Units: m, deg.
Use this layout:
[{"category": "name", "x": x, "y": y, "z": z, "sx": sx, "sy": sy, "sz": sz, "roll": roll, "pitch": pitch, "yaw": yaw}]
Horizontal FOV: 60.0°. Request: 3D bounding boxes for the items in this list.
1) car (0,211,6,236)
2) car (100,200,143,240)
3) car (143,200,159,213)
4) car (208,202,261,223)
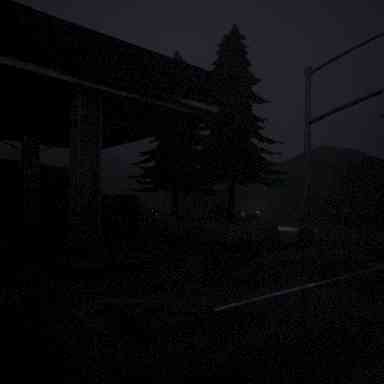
[{"category": "car", "x": -11.718, "y": 1.519, "z": 18.431, "sx": 2.242, "sy": 1.667, "sz": 4.611, "roll": 1, "pitch": 0, "yaw": -36}, {"category": "car", "x": -4.587, "y": 1.445, "z": 18.252, "sx": 1.905, "sy": 1.878, "sz": 3.866, "roll": 1, "pitch": 0, "yaw": -36}, {"category": "car", "x": -5.843, "y": 1.685, "z": 38.883, "sx": 2.033, "sy": 1.411, "sz": 5.357, "roll": 1, "pitch": 0, "yaw": -35}, {"category": "car", "x": 3.271, "y": 1.595, "z": 26.060, "sx": 2.097, "sy": 1.767, "sz": 4.553, "roll": 1, "pitch": 0, "yaw": -35}]
